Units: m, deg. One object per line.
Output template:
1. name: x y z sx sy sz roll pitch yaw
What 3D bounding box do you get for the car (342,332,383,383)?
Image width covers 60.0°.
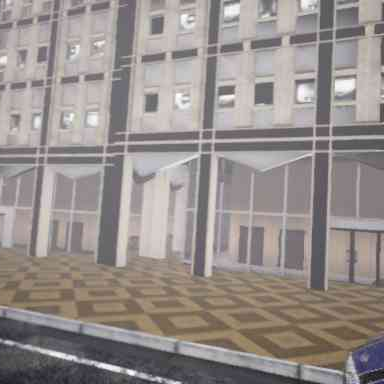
1. car: 3.655 1.769 2.639 4.553 1.767 2.097 1 -5 21
